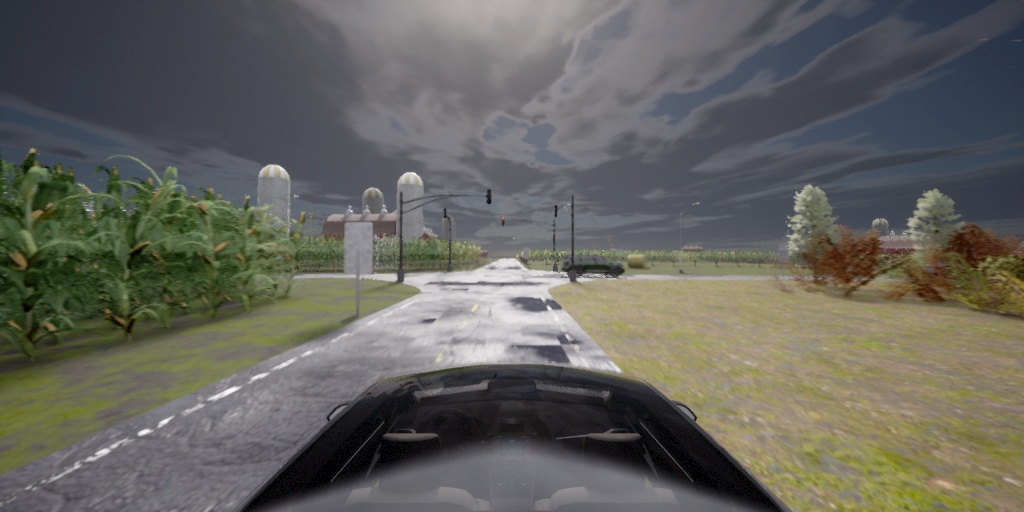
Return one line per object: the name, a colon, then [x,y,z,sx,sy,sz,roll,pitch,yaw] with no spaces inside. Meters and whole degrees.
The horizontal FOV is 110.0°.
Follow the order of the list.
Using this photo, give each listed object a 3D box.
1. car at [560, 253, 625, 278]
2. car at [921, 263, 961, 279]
car: [7.065,0.822,31.661,5.566,2.045,2.150,1,-1,-4]
car: [41.717,1.414,34.131,4.902,1.511,2.128,1,-1,-4]
